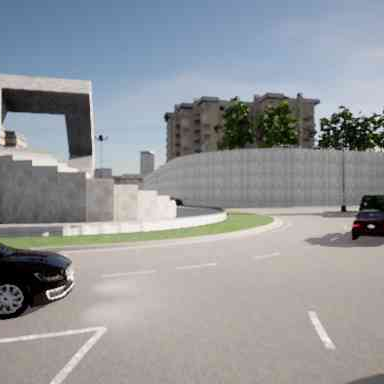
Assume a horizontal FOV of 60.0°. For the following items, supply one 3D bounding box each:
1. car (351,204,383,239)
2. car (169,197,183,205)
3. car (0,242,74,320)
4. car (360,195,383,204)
[{"bbox_3d":[9.271,1.581,16.885,2.033,1.411,5.357,0,0,32],"label":"car"},{"bbox_3d":[-3.860,1.559,51.496,4.902,1.511,2.128,0,0,19],"label":"car"},{"bbox_3d":[-4.878,1.506,6.464,4.892,1.490,1.837,1,0,-11],"label":"car"},{"bbox_3d":[19.309,1.288,32.797,5.566,2.045,2.150,0,-1,-16],"label":"car"}]
